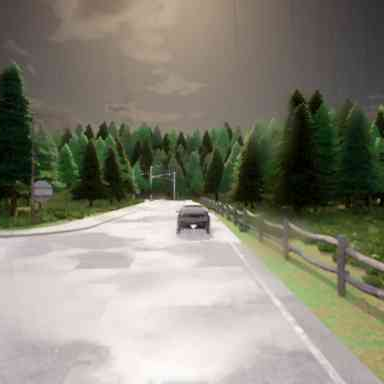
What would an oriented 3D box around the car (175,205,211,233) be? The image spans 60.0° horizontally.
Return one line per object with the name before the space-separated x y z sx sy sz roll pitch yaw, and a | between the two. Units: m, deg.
car | 0.080 1.523 19.761 1.837 1.490 4.892 0 0 0
